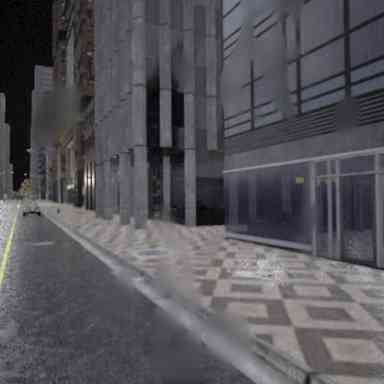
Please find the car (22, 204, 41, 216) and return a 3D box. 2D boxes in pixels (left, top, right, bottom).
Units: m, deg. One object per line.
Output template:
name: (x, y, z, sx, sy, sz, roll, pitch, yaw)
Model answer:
car: (-18.738, 2.061, 38.878, 2.033, 1.411, 5.357, 0, -1, -27)
